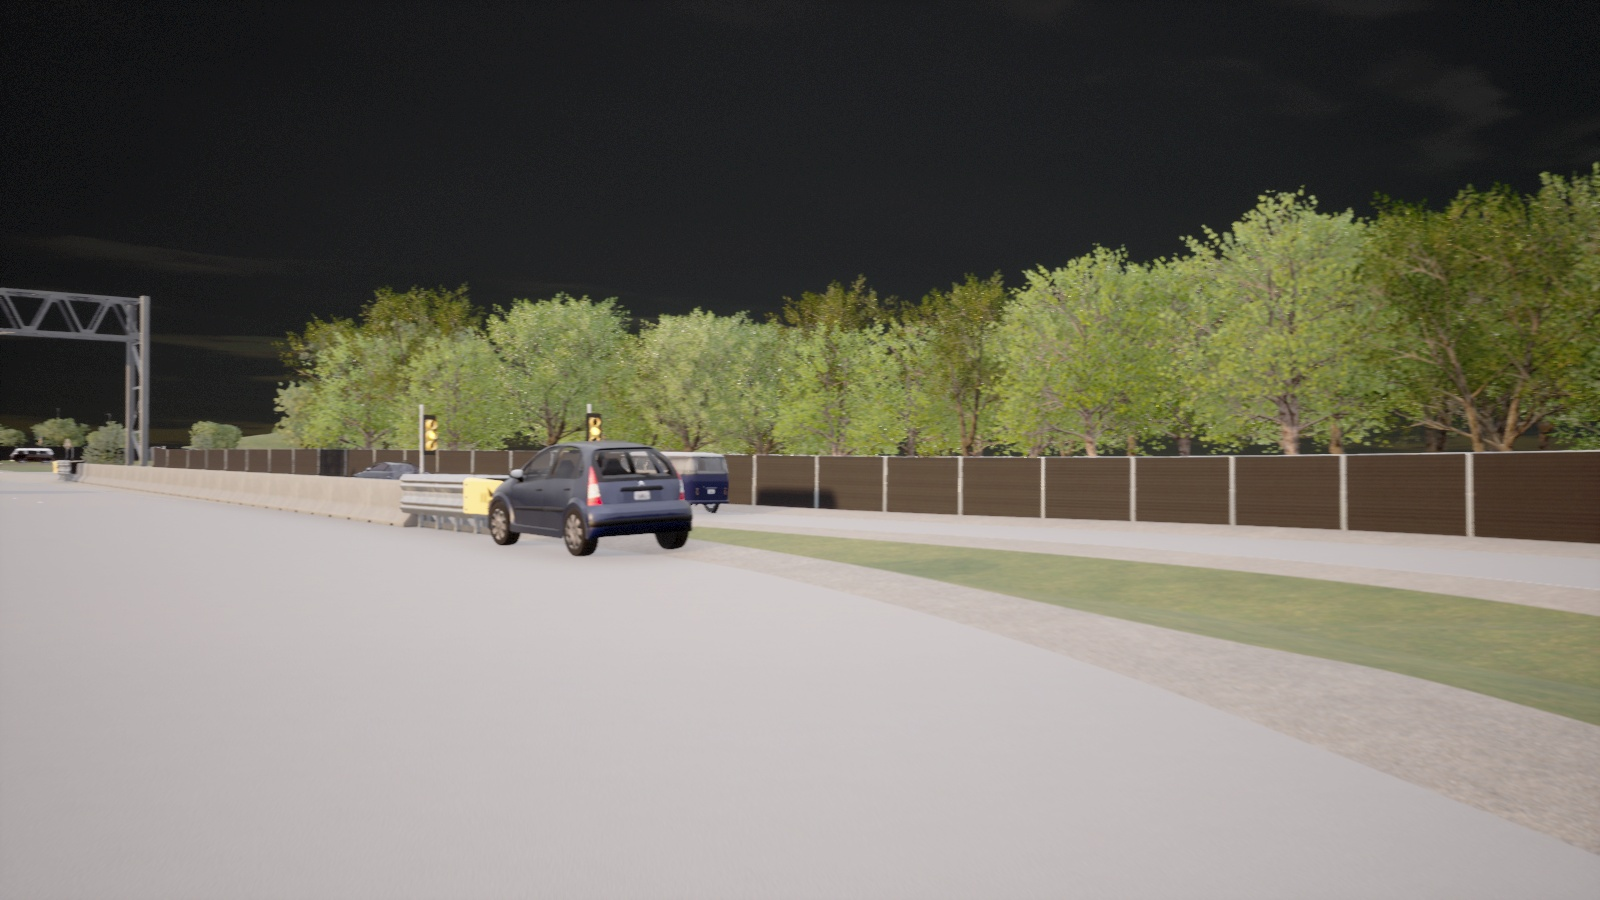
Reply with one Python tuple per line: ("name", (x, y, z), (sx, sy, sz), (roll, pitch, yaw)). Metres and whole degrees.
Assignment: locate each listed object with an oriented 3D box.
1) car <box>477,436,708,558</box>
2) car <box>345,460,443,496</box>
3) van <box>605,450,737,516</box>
("car", (-3.251, 0.625, 19.101), (1.851, 1.617, 3.988), (-2, 1, -36))
("car", (-16.932, 1.152, 52.306), (4.181, 1.385, 1.994), (1, 0, 42))
("van", (-4.267, 1.031, 40.985), (4.442, 1.987, 1.775), (1, 0, 43))
